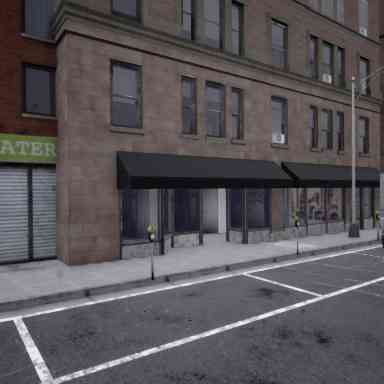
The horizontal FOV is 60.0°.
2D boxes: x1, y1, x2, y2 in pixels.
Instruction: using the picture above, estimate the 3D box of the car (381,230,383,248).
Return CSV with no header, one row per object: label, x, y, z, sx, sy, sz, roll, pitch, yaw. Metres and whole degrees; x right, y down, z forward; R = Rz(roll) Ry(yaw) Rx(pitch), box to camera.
car,9.185,1.540,13.088,4.507,1.381,1.887,0,-1,-35
